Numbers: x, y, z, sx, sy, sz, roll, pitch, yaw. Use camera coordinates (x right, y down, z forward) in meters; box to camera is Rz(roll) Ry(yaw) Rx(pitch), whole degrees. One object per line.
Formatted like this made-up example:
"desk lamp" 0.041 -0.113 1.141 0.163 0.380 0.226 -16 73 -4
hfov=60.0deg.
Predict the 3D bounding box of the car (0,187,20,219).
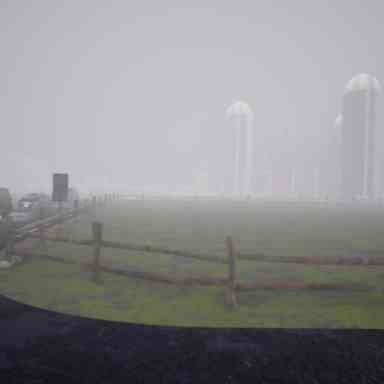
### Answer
"car" -12.682 0.716 19.923 2.150 2.045 5.566 2 1 -8

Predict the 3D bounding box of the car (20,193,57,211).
"car" -14.117 0.816 30.206 2.128 1.511 4.902 2 1 -7

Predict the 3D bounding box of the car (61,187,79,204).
"car" -15.366 0.378 40.744 2.150 2.045 5.566 2 1 -6
